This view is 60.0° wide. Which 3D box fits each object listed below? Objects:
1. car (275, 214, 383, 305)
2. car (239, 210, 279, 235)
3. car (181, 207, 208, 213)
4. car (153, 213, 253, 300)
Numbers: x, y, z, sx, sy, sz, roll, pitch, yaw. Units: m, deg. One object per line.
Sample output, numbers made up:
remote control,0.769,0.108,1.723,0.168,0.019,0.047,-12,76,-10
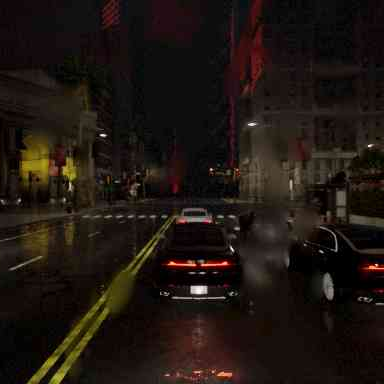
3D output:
car,3.623,1.505,8.050,1.837,1.490,4.892,0,0,0
car,3.622,1.601,17.372,1.895,1.301,4.718,0,0,0
car,0.118,1.525,17.478,1.812,1.442,4.674,0,0,0
car,0.120,1.505,8.378,1.837,1.490,4.892,0,0,0
